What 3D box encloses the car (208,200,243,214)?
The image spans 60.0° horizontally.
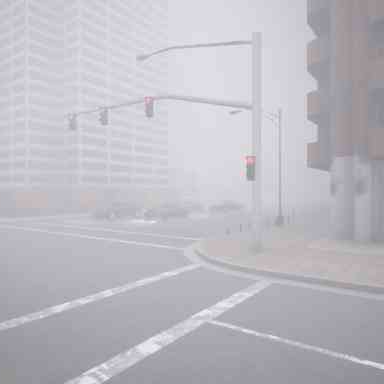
[{"bbox_3d":[3.761,1.601,36.259,1.895,1.301,4.718,0,0,35],"label":"car"}]

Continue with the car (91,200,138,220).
[{"bbox_3d":[-6.221,1.505,28.164,1.837,1.490,4.892,0,0,35],"label":"car"}]

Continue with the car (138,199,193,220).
[{"bbox_3d":[-2.111,1.564,27.924,1.994,1.385,4.181,0,0,35],"label":"car"}]

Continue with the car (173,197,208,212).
[{"bbox_3d":[-0.500,1.564,36.290,1.994,1.385,4.181,0,0,35],"label":"car"}]
